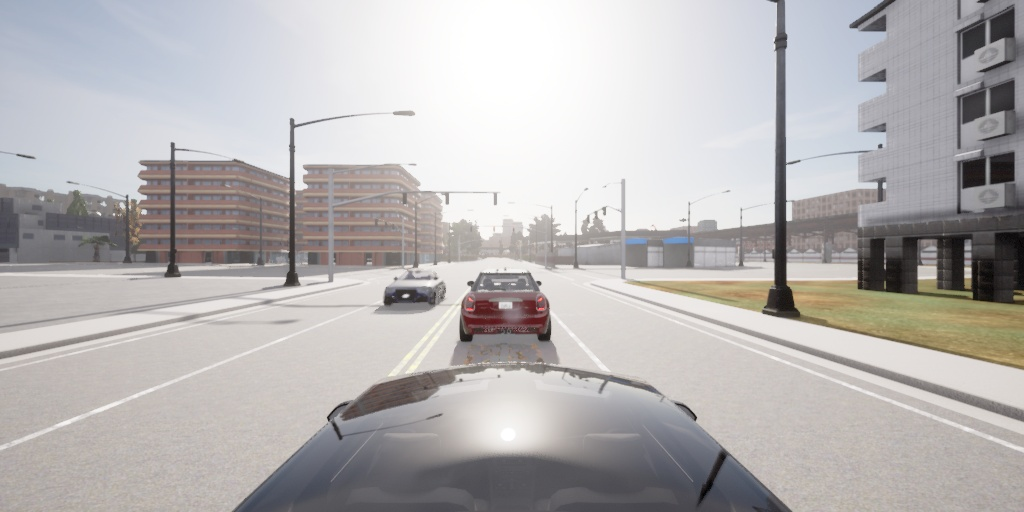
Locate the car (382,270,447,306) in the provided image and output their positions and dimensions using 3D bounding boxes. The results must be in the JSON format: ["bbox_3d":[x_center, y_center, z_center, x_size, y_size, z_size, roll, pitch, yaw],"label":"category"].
[{"bbox_3d":[-4.037,1.311,15.440,1.994,1.385,4.181,0,0,-2],"label":"car"}]

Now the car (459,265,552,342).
[{"bbox_3d":[-0.203,1.100,9.981,2.097,1.767,4.553,0,0,-2],"label":"car"}]
